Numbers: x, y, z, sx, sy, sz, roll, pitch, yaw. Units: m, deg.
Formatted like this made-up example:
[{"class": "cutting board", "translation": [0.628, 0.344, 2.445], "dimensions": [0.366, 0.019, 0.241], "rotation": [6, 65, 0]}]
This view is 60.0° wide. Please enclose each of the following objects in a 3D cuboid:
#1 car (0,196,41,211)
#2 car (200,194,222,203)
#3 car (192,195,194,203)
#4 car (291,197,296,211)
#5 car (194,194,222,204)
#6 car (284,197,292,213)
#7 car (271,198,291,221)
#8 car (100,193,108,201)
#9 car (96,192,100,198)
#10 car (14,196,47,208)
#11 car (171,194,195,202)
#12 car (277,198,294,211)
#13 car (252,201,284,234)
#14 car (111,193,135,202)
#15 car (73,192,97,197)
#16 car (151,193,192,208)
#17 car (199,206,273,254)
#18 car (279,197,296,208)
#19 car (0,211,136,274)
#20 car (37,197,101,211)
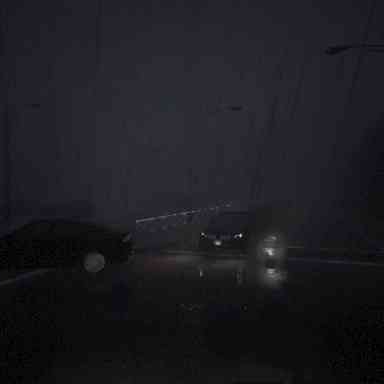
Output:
[{"class": "car", "translation": [-14.984, 1.356, 29.404], "dimensions": [3.806, 1.475, 1.970], "rotation": [0, 0, 19]}, {"class": "car", "translation": [3.674, 1.205, 62.890], "dimensions": [3.806, 1.475, 1.970], "rotation": [0, 0, 19]}, {"class": "car", "translation": [-2.234, 1.054, 44.606], "dimensions": [3.866, 1.878, 1.905], "rotation": [0, 0, 19]}, {"class": "car", "translation": [9.947, 1.546, 36.450], "dimensions": [1.994, 1.385, 4.181], "rotation": [0, 0, 19]}, {"class": "car", "translation": [1.904, 1.128, 56.713], "dimensions": [5.027, 1.636, 2.152], "rotation": [0, 0, 19]}, {"class": "car", "translation": [7.883, 1.488, 30.420], "dimensions": [1.837, 1.490, 4.892], "rotation": [0, 0, 19]}, {"class": "car", "translation": [5.983, 1.476, 24.864], "dimensions": [2.128, 1.511, 4.902], "rotation": [0, 0, 19]}, {"class": "car", "translation": [-19.911, 1.016, 70.962], "dimensions": [3.866, 1.878, 1.905], "rotation": [0, 0, 19]}, {"class": "car", "translation": [-21.565, 1.300, 68.014], "dimensions": [3.806, 1.475, 1.970], "rotation": [0, 0, 19]}, {"class": "car", "translation": [-21.505, 1.274, 44.308], "dimensions": [3.633, 1.501, 1.845], "rotation": [0, 0, 19]}, {"class": "car", "translation": [-1.811, 1.260, 68.636], "dimensions": [4.514, 1.523, 2.007], "rotation": [0, 0, 19]}, {"class": "car", "translation": [11.842, 1.485, 41.999], "dimensions": [1.837, 1.490, 4.892], "rotation": [0, 0, 19]}, {"class": "car", "translation": [4.049, 1.491, 19.226], "dimensions": [1.837, 1.490, 4.892], "rotation": [0, 0, 19]}, {"class": "car", "translation": [-13.529, 1.048, 65.306], "dimensions": [4.605, 1.855, 1.932], "rotation": [0, 0, 19]}, {"class": "car", "translation": [-18.232, 1.251, 53.750], "dimensions": [4.514, 1.523, 2.007], "rotation": [0, 0, 19]}, {"class": "car", "translation": [-2.784, 1.076, 41.723], "dimensions": [4.605, 1.855, 1.932], "rotation": [0, 0, 19]}, {"class": "car", "translation": [1.881, 1.515, 13.826], "dimensions": [1.812, 1.442, 4.674], "rotation": [0, 0, 25]}, {"class": "car", "translation": [13.746, 1.471, 47.567], "dimensions": [2.128, 1.511, 4.902], "rotation": [0, 0, 19]}, {"class": "car", "translation": [-4.207, 1.475, 9.816], "dimensions": [5.008, 1.535, 1.882], "rotation": [0, 0, -7]}, {"class": "car", "translation": [-8.926, 1.356, 24.184], "dimensions": [3.633, 1.501, 1.845], "rotation": [0, 0, 19]}]
